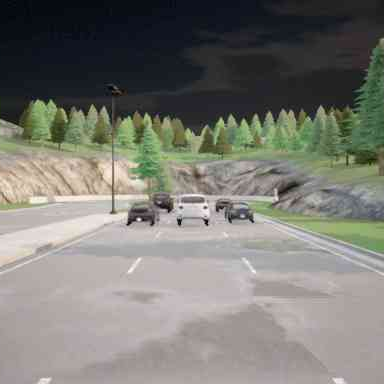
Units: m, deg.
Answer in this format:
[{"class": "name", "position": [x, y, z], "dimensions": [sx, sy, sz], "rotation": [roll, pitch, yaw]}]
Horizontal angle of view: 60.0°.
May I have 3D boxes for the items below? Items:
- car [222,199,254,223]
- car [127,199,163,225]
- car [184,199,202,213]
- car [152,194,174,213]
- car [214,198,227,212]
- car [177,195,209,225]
[{"class": "car", "position": [3.581, 1.526, 25.567], "dimensions": [1.812, 1.442, 4.674], "rotation": [0, 0, 1]}, {"class": "car", "position": [-3.426, 1.506, 23.974], "dimensions": [1.837, 1.490, 4.892], "rotation": [0, 0, 0]}, {"class": "car", "position": [0.203, 1.564, 38.614], "dimensions": [1.994, 1.385, 4.181], "rotation": [0, 0, 2]}, {"class": "car", "position": [-3.332, 1.222, 37.803], "dimensions": [2.150, 2.045, 5.566], "rotation": [0, 0, 2]}, {"class": "car", "position": [3.709, 1.505, 38.687], "dimensions": [1.837, 1.490, 4.892], "rotation": [0, 0, 2]}, {"class": "car", "position": [0.072, 1.217, 24.420], "dimensions": [2.150, 2.045, 5.566], "rotation": [0, -1, 0]}]
